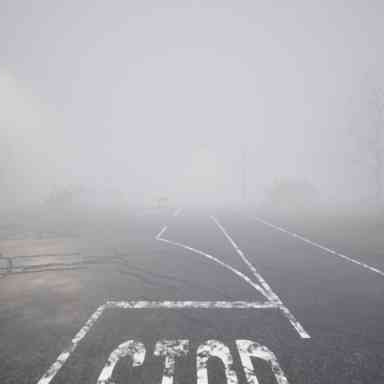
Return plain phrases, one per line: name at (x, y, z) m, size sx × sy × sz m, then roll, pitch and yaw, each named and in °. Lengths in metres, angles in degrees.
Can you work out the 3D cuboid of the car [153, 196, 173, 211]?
car at (-3.360, 1.321, 39.283) m, size 2.097 × 1.767 × 4.553 m, roll 0°, pitch 0°, yaw 0°
